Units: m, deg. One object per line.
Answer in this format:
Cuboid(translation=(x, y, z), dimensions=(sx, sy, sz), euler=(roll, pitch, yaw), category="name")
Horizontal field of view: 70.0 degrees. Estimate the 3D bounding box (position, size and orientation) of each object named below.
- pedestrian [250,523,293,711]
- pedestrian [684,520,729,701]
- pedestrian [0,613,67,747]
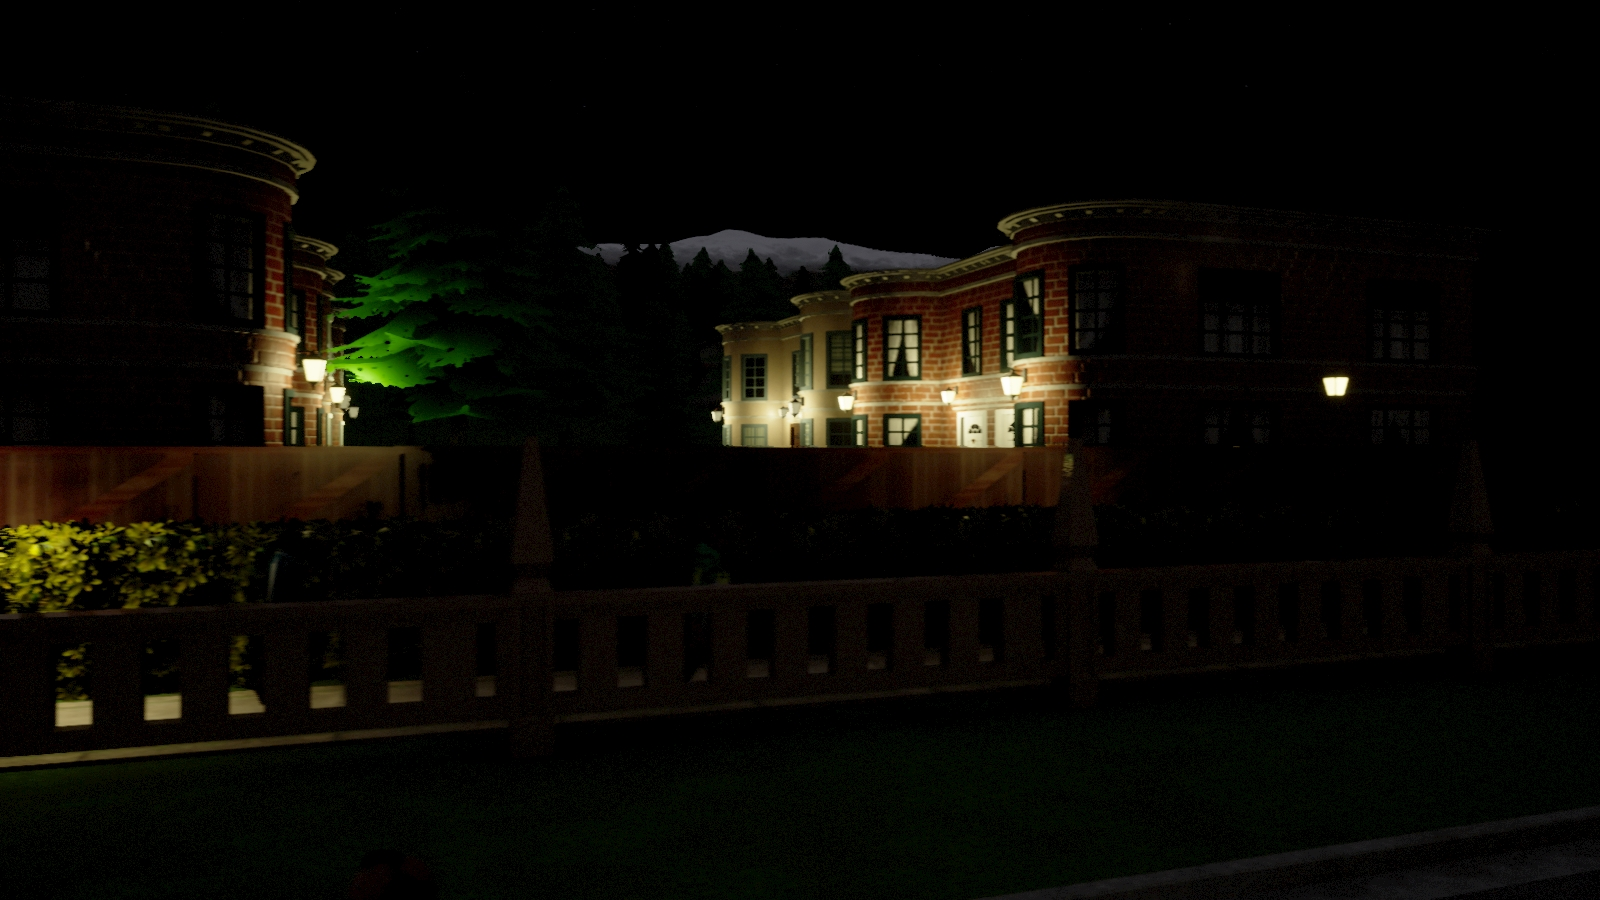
Cuboid(translation=(-5.424, 1.694, 11.731), dimensions=(0.375, 1.860, 0.375), euler=(0, 0, -20), category="pedestrian")
Cuboid(translation=(-0.997, 1.698, 12.204), dimensions=(0.375, 1.860, 0.375), euler=(0, 0, -24), category="pedestrian")
Cuboid(translation=(-7.022, 2.076, 10.401), dimensions=(0.500, 1.100, 0.500), euler=(0, 0, -21), category="pedestrian")
